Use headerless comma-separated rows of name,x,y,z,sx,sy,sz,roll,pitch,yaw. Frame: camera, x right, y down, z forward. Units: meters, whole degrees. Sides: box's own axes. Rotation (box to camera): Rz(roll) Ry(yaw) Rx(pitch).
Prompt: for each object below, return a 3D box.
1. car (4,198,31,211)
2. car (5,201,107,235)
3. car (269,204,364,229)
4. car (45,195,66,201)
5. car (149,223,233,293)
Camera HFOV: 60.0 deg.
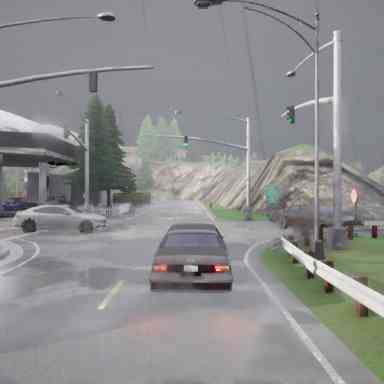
car,-20.324,1.480,39.592,2.242,1.667,4.611,0,0,-1
car,-6.840,1.381,17.460,4.674,1.442,1.812,1,0,-1
car,6.336,1.358,17.627,2.033,1.411,5.357,0,0,-24
car,-14.607,1.312,35.327,1.905,1.878,3.866,0,0,-1
car,0.030,1.547,9.016,2.033,1.411,5.357,0,0,1
